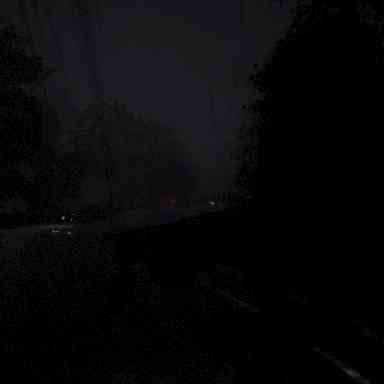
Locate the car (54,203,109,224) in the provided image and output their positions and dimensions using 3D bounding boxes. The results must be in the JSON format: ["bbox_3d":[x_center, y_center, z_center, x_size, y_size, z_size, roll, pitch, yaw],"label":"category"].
[{"bbox_3d":[-7.815,1.502,23.882,1.994,1.385,4.181,-1,0,21],"label":"car"}]

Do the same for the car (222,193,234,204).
[{"bbox_3d":[6.614,0.861,51.023,2.097,1.767,4.553,-1,0,22],"label":"car"}]

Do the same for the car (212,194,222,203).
[{"bbox_3d":[4.905,1.056,56.434,1.837,1.490,4.892,-1,0,21],"label":"car"}]

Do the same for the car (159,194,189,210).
[{"bbox_3d":[-2.036,1.088,38.787,2.097,1.767,4.553,-1,0,21],"label":"car"}]
